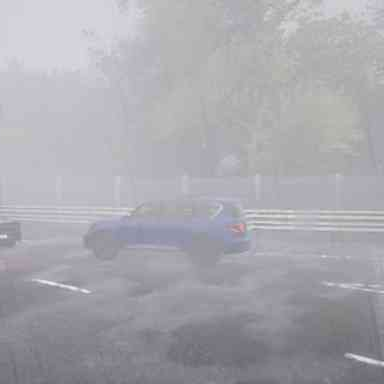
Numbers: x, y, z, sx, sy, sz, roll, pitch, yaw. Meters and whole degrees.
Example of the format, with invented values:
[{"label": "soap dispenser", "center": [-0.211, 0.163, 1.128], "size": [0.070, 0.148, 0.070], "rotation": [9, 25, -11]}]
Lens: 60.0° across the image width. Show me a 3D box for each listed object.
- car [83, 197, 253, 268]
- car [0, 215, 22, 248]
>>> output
[{"label": "car", "center": [-0.806, 1.199, 11.069], "size": [5.566, 2.045, 2.150], "rotation": [0, 0, 17]}, {"label": "car", "center": [-8.917, 1.448, 13.083], "size": [5.008, 1.535, 1.882], "rotation": [0, 0, 28]}]
